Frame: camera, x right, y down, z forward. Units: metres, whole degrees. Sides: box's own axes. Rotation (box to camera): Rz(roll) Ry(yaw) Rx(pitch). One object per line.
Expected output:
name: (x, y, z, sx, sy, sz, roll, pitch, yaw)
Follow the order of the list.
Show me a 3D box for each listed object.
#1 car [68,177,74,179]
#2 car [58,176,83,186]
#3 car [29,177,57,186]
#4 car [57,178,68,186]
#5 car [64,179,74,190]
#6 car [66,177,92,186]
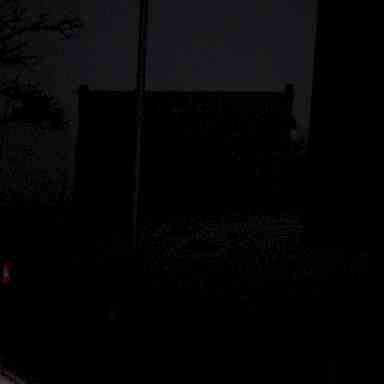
car: (-26.763, -2.129, 68.053, 4.674, 1.452, 2.002, 4, 3, 20)
car: (-25.774, -2.371, 70.622, 4.553, 1.767, 2.185, 4, 3, 20)
car: (-28.634, -2.139, 62.859, 4.553, 1.767, 2.185, 4, 3, 20)
car: (-27.721, -2.091, 65.469, 5.008, 1.535, 2.097, 4, 3, 20)
car: (-18.312, -0.991, 55.059, 1.895, 1.301, 4.718, 4, 3, 20)
car: (-24.861, -2.328, 73.232, 4.892, 1.521, 2.231, 4, 3, 20)
